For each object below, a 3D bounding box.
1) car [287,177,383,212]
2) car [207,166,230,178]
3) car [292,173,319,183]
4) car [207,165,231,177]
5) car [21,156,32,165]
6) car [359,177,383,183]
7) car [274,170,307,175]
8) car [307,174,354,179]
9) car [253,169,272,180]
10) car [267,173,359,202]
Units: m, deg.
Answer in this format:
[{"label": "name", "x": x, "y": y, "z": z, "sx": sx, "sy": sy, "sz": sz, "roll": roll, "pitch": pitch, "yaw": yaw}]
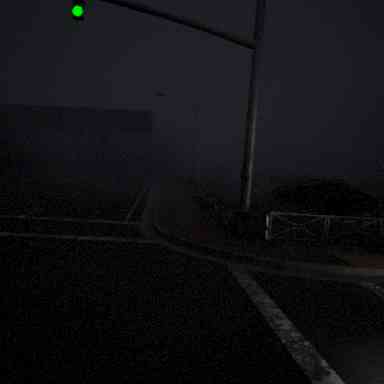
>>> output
[{"label": "car", "x": 8.311, "y": 0.215, "z": 19.269, "sx": 4.514, "sy": 1.523, "sz": 2.007, "roll": 3, "pitch": 5, "yaw": -6}, {"label": "car", "x": 4.514, "y": -3.177, "z": 56.315, "sx": 3.806, "sy": 1.475, "sz": 1.970, "roll": 3, "pitch": 5, "yaw": -6}, {"label": "car", "x": 22.187, "y": -2.799, "z": 65.154, "sx": 4.514, "sy": 1.523, "sz": 2.007, "roll": 3, "pitch": 5, "yaw": -6}, {"label": "car", "x": 4.812, "y": -3.727, "z": 59.649, "sx": 3.866, "sy": 1.878, "sz": 1.905, "roll": 3, "pitch": 5, "yaw": -6}, {"label": "car", "x": -29.027, "y": -5.357, "z": 56.679, "sx": 2.242, "sy": 1.667, "sz": 4.611, "roll": 3, "pitch": 5, "yaw": -6}, {"label": "car", "x": 30.512, "y": -1.595, "z": 55.922, "sx": 5.027, "sy": 1.636, "sz": 2.152, "roll": 3, "pitch": 5, "yaw": -6}, {"label": "car", "x": 13.457, "y": -1.656, "z": 44.814, "sx": 4.514, "sy": 1.523, "sz": 2.007, "roll": 3, "pitch": 5, "yaw": -6}, {"label": "car", "x": 14.400, "y": -0.726, "z": 34.909, "sx": 3.633, "sy": 1.501, "sz": 1.845, "roll": 3, "pitch": 5, "yaw": -6}, {"label": "car", "x": 12.946, "y": -2.949, "z": 57.214, "sx": 4.605, "sy": 1.855, "sz": 1.932, "roll": 3, "pitch": 5, "yaw": -6}, {"label": "car", "x": 7.950, "y": -0.083, "z": 22.371, "sx": 5.027, "sy": 1.636, "sz": 2.152, "roll": 3, "pitch": 5, "yaw": -6}]
